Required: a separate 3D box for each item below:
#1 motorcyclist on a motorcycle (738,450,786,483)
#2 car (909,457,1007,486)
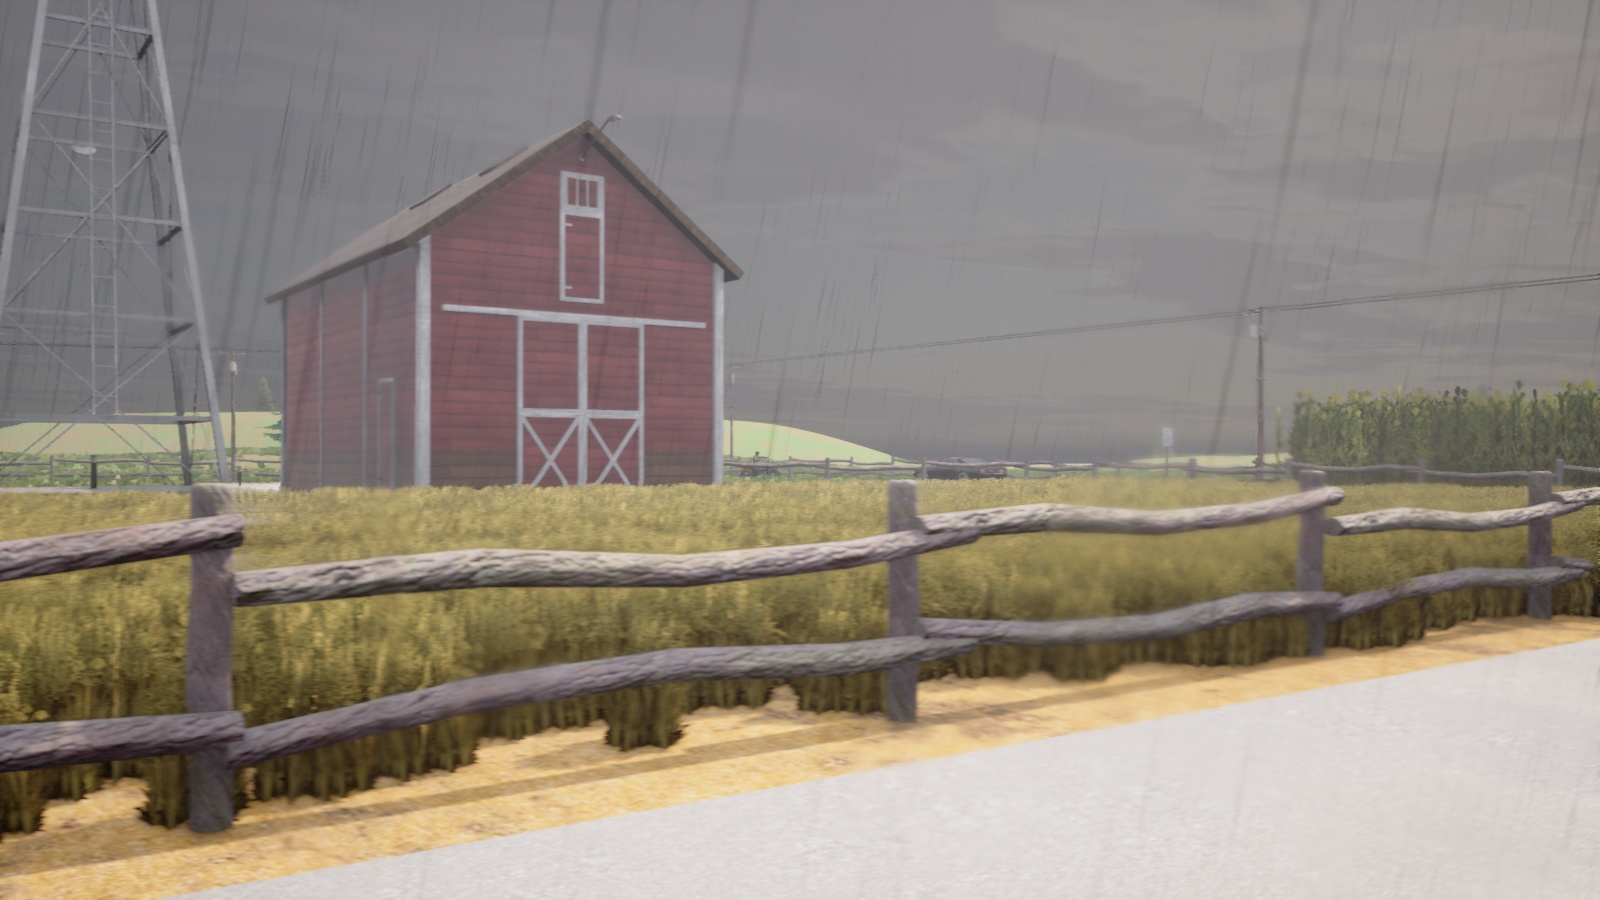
[{"bbox_3d":[-1.954,0.858,64.919,2.350,1.649,0.766,0,4,20],"label":"motorcyclist on a motorcycle"},{"bbox_3d":[7.310,0.973,58.570,1.895,1.301,4.718,0,0,-35],"label":"car"}]
